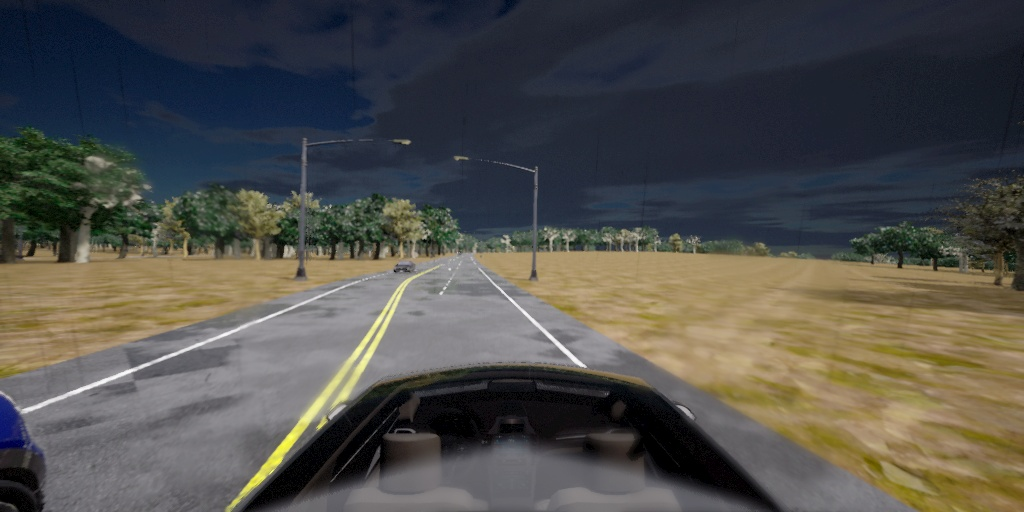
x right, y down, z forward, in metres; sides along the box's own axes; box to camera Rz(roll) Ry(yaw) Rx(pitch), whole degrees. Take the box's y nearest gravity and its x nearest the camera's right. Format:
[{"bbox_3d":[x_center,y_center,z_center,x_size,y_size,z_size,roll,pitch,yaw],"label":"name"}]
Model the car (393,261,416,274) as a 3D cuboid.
[{"bbox_3d":[-11.833,1.215,39.920,2.033,1.411,5.357,1,0,-7],"label":"car"}]
